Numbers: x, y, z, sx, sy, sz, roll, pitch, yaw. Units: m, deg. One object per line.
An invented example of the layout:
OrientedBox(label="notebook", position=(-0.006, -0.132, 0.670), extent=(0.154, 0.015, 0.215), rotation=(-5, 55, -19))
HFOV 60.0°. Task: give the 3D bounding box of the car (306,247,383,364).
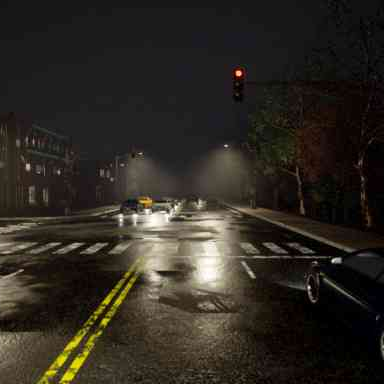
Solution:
OrientedBox(label="car", position=(3.335, 1.563, 5.302), extent=(1.994, 1.385, 4.181), rotation=(0, 0, 1))

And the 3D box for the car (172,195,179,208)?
OrientedBox(label="car", position=(-3.361, 1.477, 46.253), extent=(2.128, 1.511, 4.902), rotation=(0, 0, 0))

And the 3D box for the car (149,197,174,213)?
OrientedBox(label="car", position=(-3.358, 1.515, 36.985), extent=(1.812, 1.442, 4.674), rotation=(0, 0, 0))

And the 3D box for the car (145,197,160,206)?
OrientedBox(label="car", position=(-6.604, 1.545, 55.827), extent=(1.994, 1.385, 4.181), rotation=(0, 0, 0))

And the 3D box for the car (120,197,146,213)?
OrientedBox(label="car", position=(-6.637, 1.515, 36.831), extent=(1.812, 1.442, 4.674), rotation=(0, 0, 1))

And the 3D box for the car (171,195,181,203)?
OrientedBox(label="car", position=(-3.297, 1.453, 68.339), extent=(1.882, 1.535, 5.008), rotation=(0, 0, 0))

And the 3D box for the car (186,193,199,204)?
OrientedBox(label="car", position=(0.070, 1.199, 61.780), extent=(2.150, 2.045, 5.566), rotation=(0, 0, 0))

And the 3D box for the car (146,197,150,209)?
OrientedBox(label="car", position=(-6.610, 1.463, 45.916), extent=(1.882, 1.535, 5.008), rotation=(0, 0, 0))

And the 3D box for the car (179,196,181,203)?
OrientedBox(label="car", position=(-3.348, 1.582, 56.332), extent=(1.895, 1.301, 4.718), rotation=(0, 0, 0))

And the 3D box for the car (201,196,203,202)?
OrientedBox(label="car", position=(3.210, 1.509, 78.581), extent=(2.033, 1.411, 5.357), rotation=(0, 0, 0))

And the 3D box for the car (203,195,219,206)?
OrientedBox(label="car", position=(3.324, 1.473, 54.814), extent=(2.128, 1.511, 4.902), rotation=(0, 0, 0))

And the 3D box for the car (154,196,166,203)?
OrientedBox(label="car", position=(-6.543, 1.576, 68.223), extent=(1.895, 1.301, 4.718), rotation=(0, 0, 0))
